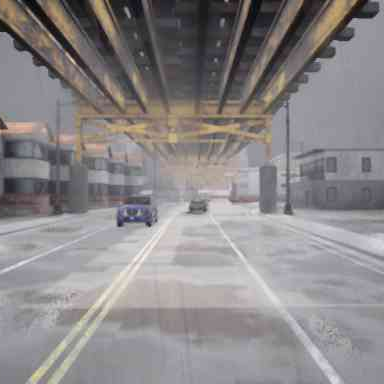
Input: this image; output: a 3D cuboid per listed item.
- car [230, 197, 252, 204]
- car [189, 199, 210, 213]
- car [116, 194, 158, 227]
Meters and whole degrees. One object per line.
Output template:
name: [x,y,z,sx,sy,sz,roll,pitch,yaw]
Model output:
car: [9.103,1.594,62.034,1.895,1.301,4.718,-1,-1,42]
car: [0.866,1.454,36.551,2.128,1.511,4.902,0,0,8]
car: [-3.584,1.200,22.648,2.150,2.045,5.566,0,0,0]
